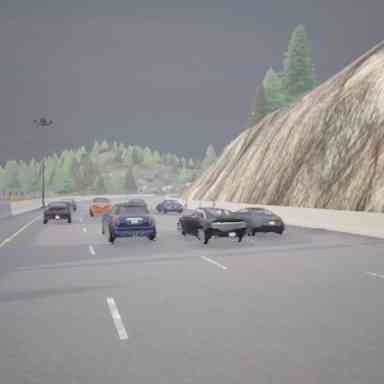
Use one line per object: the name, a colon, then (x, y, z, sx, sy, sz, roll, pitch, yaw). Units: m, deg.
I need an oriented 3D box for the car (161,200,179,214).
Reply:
car: (-2.393, 1.536, 35.024, 2.033, 1.411, 5.357, 0, 0, -18)

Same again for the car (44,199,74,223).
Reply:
car: (-10.203, 1.498, 25.458, 1.837, 1.490, 4.892, 0, 0, -20)

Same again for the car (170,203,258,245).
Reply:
car: (0.784, 1.486, 15.705, 2.128, 1.511, 4.902, 0, 0, -20)

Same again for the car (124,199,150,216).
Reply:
car: (-5.626, 1.493, 33.717, 1.837, 1.490, 4.892, 0, -1, -18)

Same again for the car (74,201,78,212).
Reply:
car: (-14.531, 1.516, 38.947, 1.812, 1.442, 4.674, 0, 0, -16)

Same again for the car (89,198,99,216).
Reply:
car: (-9.067, 1.343, 33.014, 2.097, 1.767, 4.553, 0, 0, -18)

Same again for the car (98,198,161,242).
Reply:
car: (-3.261, 1.347, 16.575, 2.097, 1.767, 4.553, 0, 0, -20)

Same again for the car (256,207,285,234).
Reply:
car: (3.376, 1.557, 18.806, 1.994, 1.385, 4.181, 0, 0, -20)
